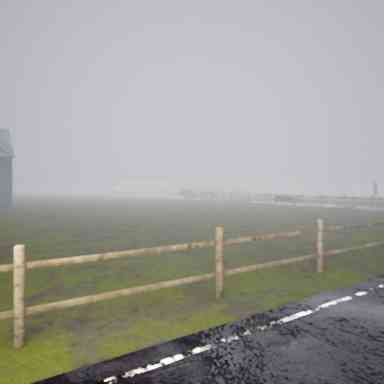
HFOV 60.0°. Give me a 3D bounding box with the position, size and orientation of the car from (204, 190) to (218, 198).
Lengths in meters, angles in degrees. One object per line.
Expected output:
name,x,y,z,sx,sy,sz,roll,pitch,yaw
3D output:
car,3.051,0.431,65.624,1.837,1.490,4.892,0,1,-35

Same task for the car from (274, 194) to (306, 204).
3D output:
car,13.254,0.896,45.045,1.994,1.385,4.181,0,1,-35

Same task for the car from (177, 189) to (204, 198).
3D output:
car,-0.355,0.262,64.280,2.097,1.767,4.553,0,1,-35

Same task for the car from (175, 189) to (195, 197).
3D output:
car,-1.508,0.196,71.970,1.837,1.490,4.892,0,1,-35
